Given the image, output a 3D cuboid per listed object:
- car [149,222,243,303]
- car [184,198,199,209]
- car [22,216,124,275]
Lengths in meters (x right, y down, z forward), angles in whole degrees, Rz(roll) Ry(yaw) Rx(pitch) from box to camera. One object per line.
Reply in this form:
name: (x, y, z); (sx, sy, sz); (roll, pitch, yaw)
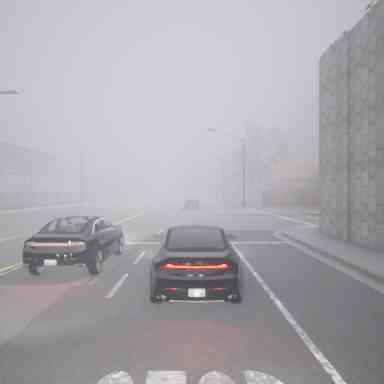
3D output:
car: (0.079, 1.504, 8.200); (1.837, 1.490, 4.892); (0, 0, 0)
car: (-0.022, 1.487, 44.190); (2.128, 1.511, 4.902); (0, 0, 0)
car: (-3.429, 1.491, 10.468); (2.128, 1.511, 4.902); (0, 0, 0)
